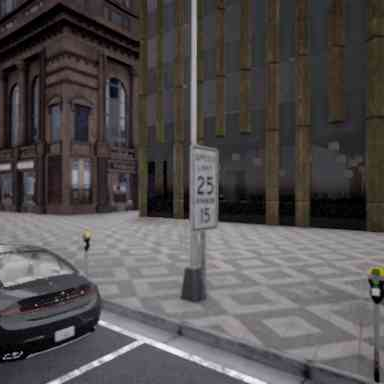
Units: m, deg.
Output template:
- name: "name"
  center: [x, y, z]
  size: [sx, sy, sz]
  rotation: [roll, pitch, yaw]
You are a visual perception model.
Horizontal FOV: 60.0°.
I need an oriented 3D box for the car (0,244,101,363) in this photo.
- name: "car"
  center: [-3.339, 1.553, 5.540]
  size: [4.403, 1.369, 2.008]
  rotation: [0, 0, 37]
